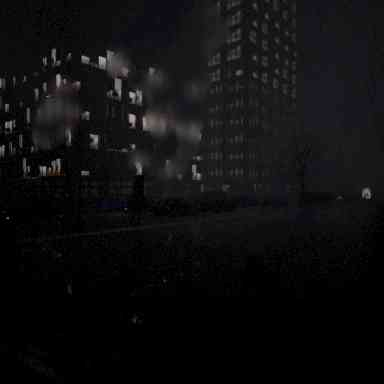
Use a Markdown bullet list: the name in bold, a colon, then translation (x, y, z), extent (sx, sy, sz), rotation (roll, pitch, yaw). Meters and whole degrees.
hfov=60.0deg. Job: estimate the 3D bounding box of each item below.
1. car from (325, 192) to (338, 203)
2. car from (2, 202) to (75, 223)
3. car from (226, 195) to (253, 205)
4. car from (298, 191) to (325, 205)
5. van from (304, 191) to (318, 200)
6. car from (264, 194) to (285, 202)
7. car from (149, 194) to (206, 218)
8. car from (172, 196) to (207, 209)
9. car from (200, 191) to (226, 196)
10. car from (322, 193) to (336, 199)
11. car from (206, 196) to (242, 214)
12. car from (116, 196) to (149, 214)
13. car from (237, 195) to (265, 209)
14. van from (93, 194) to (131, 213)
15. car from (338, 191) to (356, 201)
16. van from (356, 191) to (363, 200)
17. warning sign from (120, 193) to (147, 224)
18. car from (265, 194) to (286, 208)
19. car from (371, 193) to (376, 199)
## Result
- **car**: translation (20.921, 0.840, 53.141), extent (2.192, 1.841, 5.009), rotation (1, 1, 40)
- **car**: translation (-11.201, 1.447, 24.444), extent (1.895, 1.301, 4.718), rotation (0, 1, 38)
- **car**: translation (7.171, 1.148, 49.947), extent (1.947, 1.339, 4.313), rotation (1, 1, 40)
- **car**: translation (17.228, 0.885, 48.815), extent (2.192, 1.841, 5.009), rotation (1, 1, 40)
- **van**: translation (25.639, 0.695, 71.578), extent (1.690, 1.788, 3.998), rotation (1, 1, 40)
- **car**: translation (14.558, 1.057, 58.601), extent (1.947, 1.339, 4.313), rotation (1, 1, 40)
- **car**: translation (-1.146, 1.241, 27.104), extent (1.967, 1.590, 4.097), rotation (1, 1, 40)
- **car**: translation (-0.221, 1.219, 41.300), extent (1.887, 1.381, 4.507), rotation (1, 1, 40)
- **car**: translation (2.039, 0.903, 39.936), extent (2.150, 2.045, 5.566), rotation (0, 1, 41)
- **car**: translation (33.025, 0.829, 80.236), extent (1.947, 1.339, 4.313), rotation (1, 1, 40)
- **car**: translation (2.504, 1.320, 31.469), extent (1.947, 1.339, 4.313), rotation (1, 1, 40)
- **car**: translation (-4.773, 1.330, 31.966), extent (1.994, 1.385, 4.181), rotation (0, 1, 41)
- **car**: translation (6.534, 1.146, 40.288), extent (1.882, 1.535, 5.008), rotation (0, 1, 40)
- **van**: translation (-7.692, 1.107, 32.716), extent (1.690, 1.788, 3.998), rotation (1, 1, 40)
- **car**: translation (28.417, 0.957, 61.927), extent (1.752, 1.417, 4.829), rotation (1, 1, 40)
- **van**: translation (35.694, 0.683, 70.449), extent (1.690, 1.788, 3.998), rotation (1, 1, 40)
- **warning sign**: translation (-3.643, 0.977, 20.726), extent (1.300, 1.860, 1.060), rotation (0, 0, 40)
- **car**: translation (9.840, 1.244, 40.165), extent (1.802, 1.307, 4.206), rotation (1, 1, 40)
- **car**: translation (39.386, 0.848, 74.779), extent (2.008, 1.369, 4.403), rotation (1, 1, 40)
